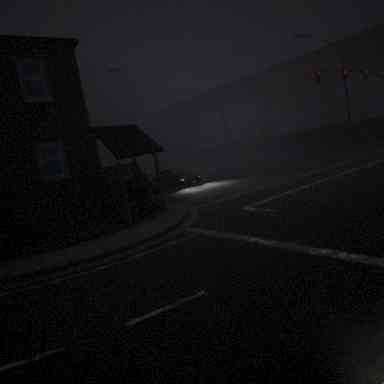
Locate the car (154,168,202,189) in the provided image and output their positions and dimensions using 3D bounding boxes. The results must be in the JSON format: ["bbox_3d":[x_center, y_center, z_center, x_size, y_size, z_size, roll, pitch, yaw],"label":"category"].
[{"bbox_3d":[-1.213,-1.041,24.716,1.812,1.442,4.674,-15,10,-33],"label":"car"}]
